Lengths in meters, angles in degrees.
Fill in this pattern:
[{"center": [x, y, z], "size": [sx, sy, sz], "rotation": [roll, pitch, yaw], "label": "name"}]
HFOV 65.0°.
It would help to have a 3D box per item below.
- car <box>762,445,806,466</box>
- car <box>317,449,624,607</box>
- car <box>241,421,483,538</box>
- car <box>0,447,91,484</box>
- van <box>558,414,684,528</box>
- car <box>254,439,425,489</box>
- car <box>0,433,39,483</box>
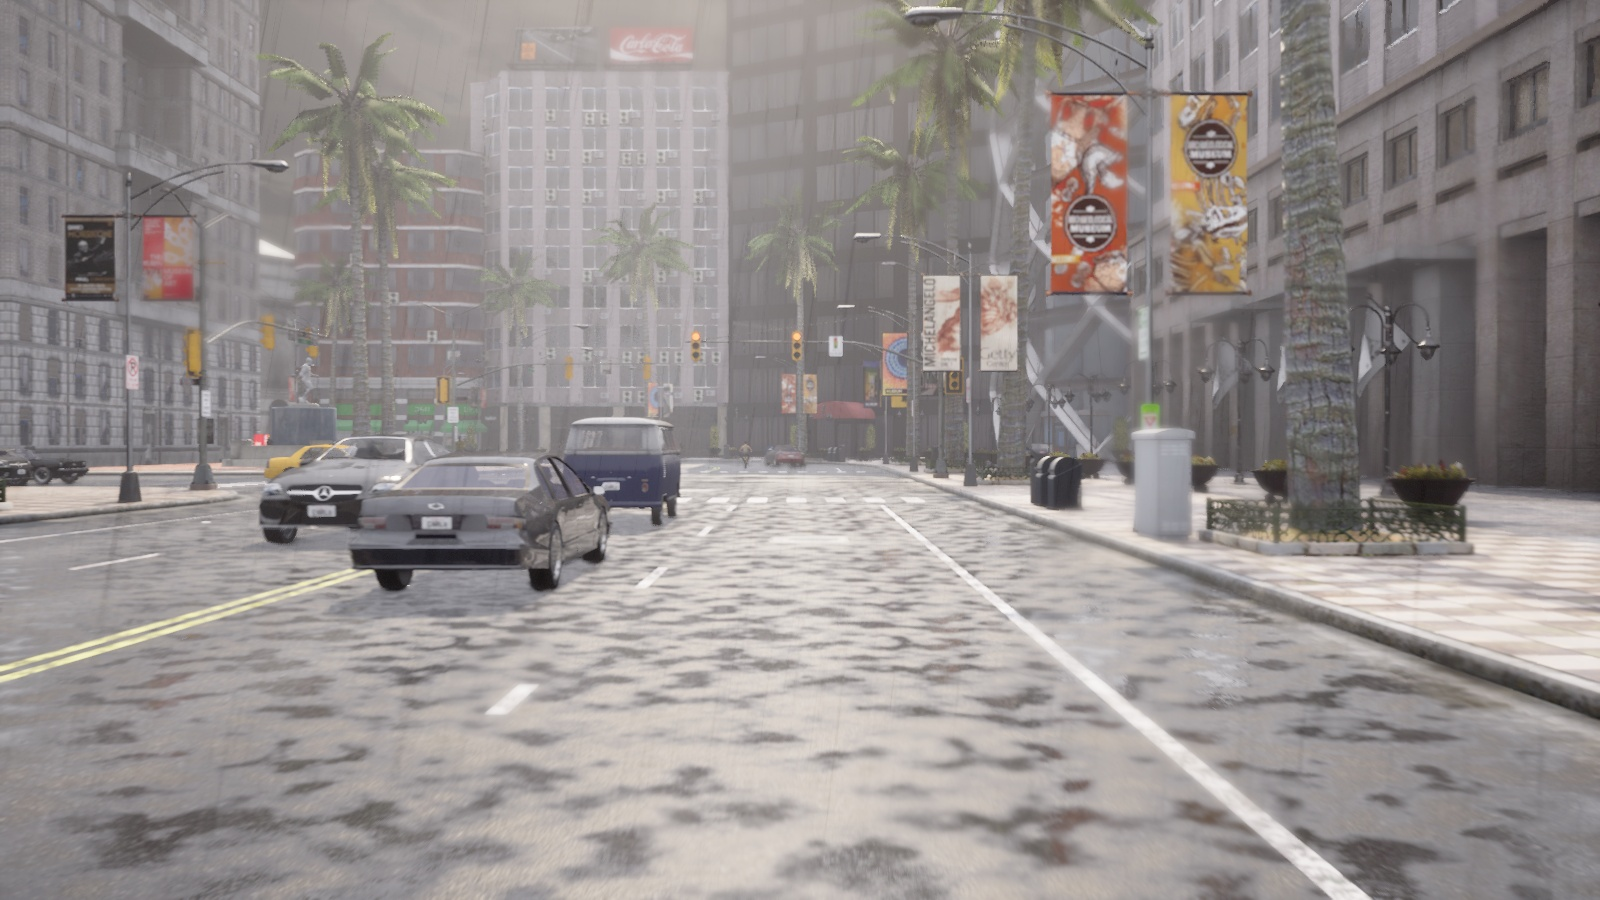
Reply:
[{"center": [-1.094, 0.346, 82.777], "size": [1.994, 1.385, 4.181], "rotation": [0, 0, -14], "label": "car"}, {"center": [-3.390, 0.712, 14.165], "size": [2.033, 1.411, 5.357], "rotation": [0, 0, 0], "label": "car"}, {"center": [-6.859, 0.405, 20.362], "size": [2.152, 1.651, 5.027], "rotation": [0, 0, 0], "label": "car"}, {"center": [-29.203, 0.560, 46.608], "size": [4.718, 1.301, 1.895], "rotation": [0, 0, 1], "label": "car"}, {"center": [-3.335, 0.361, 24.181], "size": [1.775, 1.987, 4.442], "rotation": [0, 0, 0], "label": "van"}, {"center": [-15.365, 0.437, 41.958], "size": [5.366, 1.575, 1.801], "rotation": [0, 0, 17], "label": "car"}, {"center": [-29.259, 0.258, 43.089], "size": [5.027, 1.651, 2.152], "rotation": [0, 0, 0], "label": "car"}]
